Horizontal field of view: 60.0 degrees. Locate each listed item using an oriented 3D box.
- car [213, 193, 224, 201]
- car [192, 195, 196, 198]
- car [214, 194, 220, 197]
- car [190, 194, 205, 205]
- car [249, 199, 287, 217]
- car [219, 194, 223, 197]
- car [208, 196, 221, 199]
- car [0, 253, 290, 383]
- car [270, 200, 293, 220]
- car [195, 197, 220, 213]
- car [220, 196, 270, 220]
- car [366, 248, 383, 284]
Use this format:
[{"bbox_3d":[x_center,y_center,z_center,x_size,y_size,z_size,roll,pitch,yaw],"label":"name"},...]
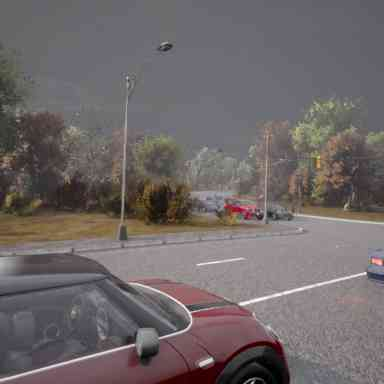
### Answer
[{"bbox_3d":[6.309,1.130,79.553,2.128,1.511,4.902,2,2,-1],"label":"car"},{"bbox_3d":[-0.852,1.371,54.951,2.150,2.045,5.566,2,2,-13],"label":"car"},{"bbox_3d":[4.027,1.503,67.740,2.033,1.411,5.357,2,2,-8],"label":"car"},{"bbox_3d":[0.990,1.315,63.614,2.097,1.767,4.553,2,2,-10],"label":"car"},{"bbox_3d":[9.904,2.048,44.059,2.150,2.045,5.566,2,0,-20],"label":"car"},{"bbox_3d":[7.667,1.639,67.039,2.128,1.511,4.902,2,2,-9],"label":"car"},{"bbox_3d":[3.085,1.938,53.753,1.994,1.385,4.181,2,1,-15],"label":"car"},{"bbox_3d":[-1.234,1.354,2.866,4.553,1.767,2.097,0,0,-36],"label":"car"},{"bbox_3d":[9.018,2.095,36.421,2.097,1.767,4.553,3,-1,-23],"label":"car"},{"bbox_3d":[2.027,1.960,44.901,1.837,1.490,4.892,3,0,-18],"label":"car"},{"bbox_3d":[5.517,1.808,35.639,2.150,2.045,5.566,3,-1,-22],"label":"car"},{"bbox_3d":[6.518,1.662,8.424,5.357,1.411,2.033,2,-1,-36],"label":"car"}]
